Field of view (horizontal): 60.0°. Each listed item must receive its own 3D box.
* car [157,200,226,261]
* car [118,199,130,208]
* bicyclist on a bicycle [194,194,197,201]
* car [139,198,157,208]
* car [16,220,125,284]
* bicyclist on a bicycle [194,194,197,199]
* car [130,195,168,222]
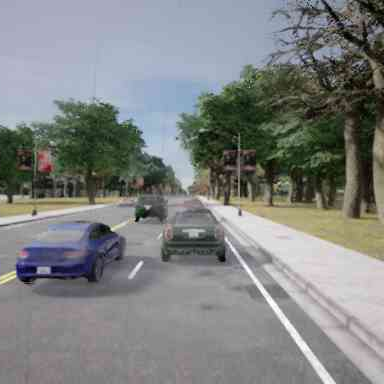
[{"bbox_3d":[0.069,1.366,12.542,2.097,1.767,4.553,0,0,0],"label":"car"},{"bbox_3d":[-9.825,1.666,50.547,1.895,1.301,4.718,0,0,0],"label":"car"},{"bbox_3d":[0.894,1.514,89.123,0.659,1.776,1.843,0,0,0],"label":"bicyclist on a bicycle"},{"bbox_3d":[-6.577,1.612,50.320,2.033,1.411,5.357,0,0,0],"label":"car"},{"bbox_3d":[-3.204,1.537,9.543,1.812,1.442,4.674,0,0,1],"label":"car"},{"bbox_3d":[0.891,1.566,80.124,0.866,1.612,1.509,0,0,0],"label":"bicyclist on a bicycle"},{"bbox_3d":[-3.185,1.256,26.781,2.150,2.045,5.566,0,0,1],"label":"car"}]
